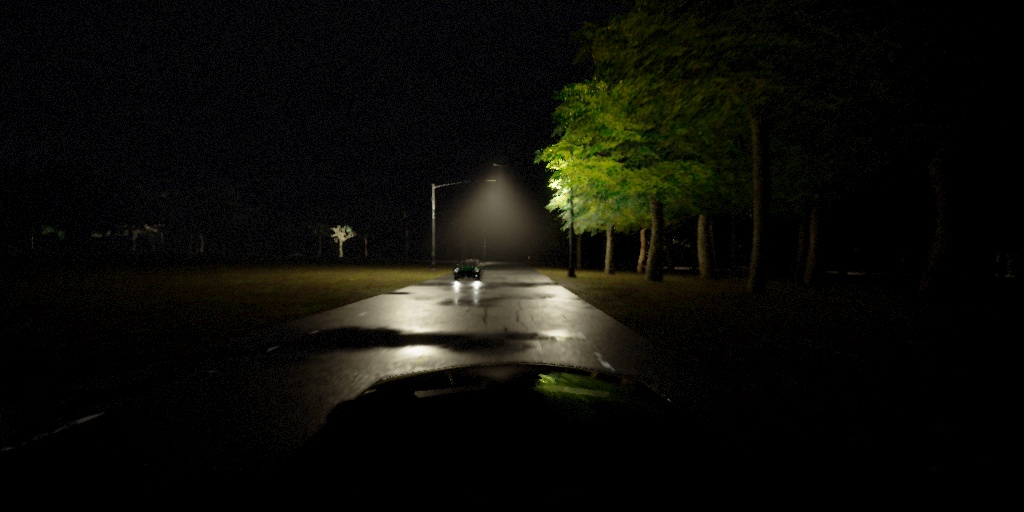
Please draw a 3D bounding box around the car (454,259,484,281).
[{"bbox_3d":[-3.587,1.081,30.200,2.097,1.767,4.553,0,0,0],"label":"car"}]
